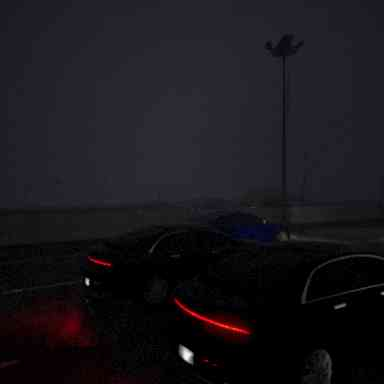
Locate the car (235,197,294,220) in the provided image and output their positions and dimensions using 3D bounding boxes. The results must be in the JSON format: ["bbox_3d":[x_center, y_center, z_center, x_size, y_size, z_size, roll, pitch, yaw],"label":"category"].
[{"bbox_3d":[6.144,1.315,28.104,4.553,1.767,2.097,0,0,-28],"label":"car"}]

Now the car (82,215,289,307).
[{"bbox_3d":[-0.030,1.493,7.827,4.892,1.490,1.837,0,0,-34],"label":"car"}]

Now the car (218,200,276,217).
[{"bbox_3d":[5.241,1.505,31.606,5.357,1.411,2.033,0,0,-28],"label":"car"}]

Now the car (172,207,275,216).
[{"bbox_3d":[1.721,1.459,13.135,5.008,1.535,1.882,0,0,-32],"label":"car"}]

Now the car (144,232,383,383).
[{"bbox_3d":[1.947,1.499,4.941,4.892,1.490,1.837,0,0,-34],"label":"car"}]

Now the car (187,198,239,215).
[{"bbox_3d":[2.114,1.443,33.874,4.902,1.511,2.128,0,0,-29],"label":"car"}]
